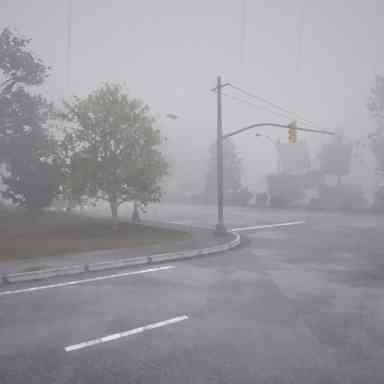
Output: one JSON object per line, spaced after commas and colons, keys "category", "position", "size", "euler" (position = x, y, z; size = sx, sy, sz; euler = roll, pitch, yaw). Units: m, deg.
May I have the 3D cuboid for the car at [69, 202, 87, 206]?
{"category": "car", "position": [-18.532, 1.489, 53.153], "size": [2.033, 1.411, 5.357], "euler": [-1, 0, -39]}

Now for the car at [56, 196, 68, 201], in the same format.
{"category": "car", "position": [-33.151, 1.682, 84.753], "size": [1.895, 1.301, 4.718], "euler": [-1, 0, -31]}

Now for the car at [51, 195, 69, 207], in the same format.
{"category": "car", "position": [-21.218, 1.193, 50.902], "size": [2.150, 2.045, 5.566], "euler": [-1, 0, -39]}
